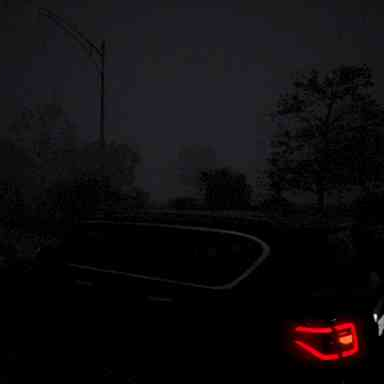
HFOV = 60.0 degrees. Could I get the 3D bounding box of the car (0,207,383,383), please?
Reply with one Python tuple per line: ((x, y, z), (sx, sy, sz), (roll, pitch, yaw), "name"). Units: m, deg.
((-0.504, 1.231, 4.496), (5.566, 2.045, 2.150), (0, 0, 37), "car")
